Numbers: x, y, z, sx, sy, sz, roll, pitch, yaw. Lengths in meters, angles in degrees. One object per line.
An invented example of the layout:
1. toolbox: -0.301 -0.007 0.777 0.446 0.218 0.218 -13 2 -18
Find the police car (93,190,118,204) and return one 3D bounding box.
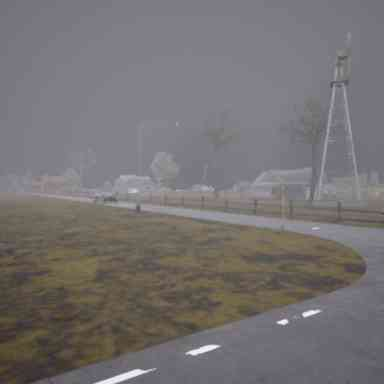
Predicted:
1. police car: -11.147 0.594 42.881 1.930 1.638 5.238 2 0 -35
